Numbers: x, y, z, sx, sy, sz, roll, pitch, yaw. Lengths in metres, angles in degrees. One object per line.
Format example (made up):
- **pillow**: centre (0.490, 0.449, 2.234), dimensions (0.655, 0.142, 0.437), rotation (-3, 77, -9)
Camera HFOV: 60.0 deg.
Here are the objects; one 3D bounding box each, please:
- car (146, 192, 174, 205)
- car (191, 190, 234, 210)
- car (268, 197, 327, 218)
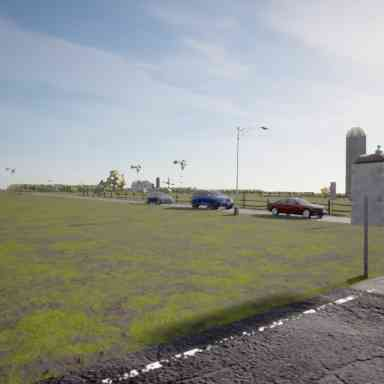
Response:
- **car**: centre (-4.335, 0.799, 45.014), dimensions (2.097, 1.767, 4.553), rotation (1, 0, -36)
- **car**: centre (2.136, 0.824, 36.102), dimensions (2.150, 2.045, 5.566), rotation (1, 0, -36)
- **car**: centre (8.546, 1.234, 27.282), dimensions (1.882, 1.535, 5.008), rotation (1, 0, -36)
